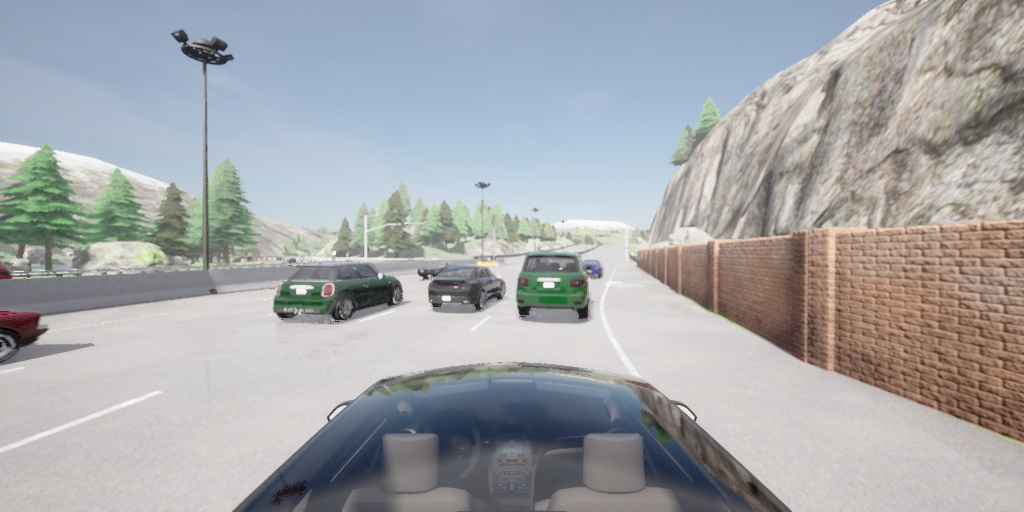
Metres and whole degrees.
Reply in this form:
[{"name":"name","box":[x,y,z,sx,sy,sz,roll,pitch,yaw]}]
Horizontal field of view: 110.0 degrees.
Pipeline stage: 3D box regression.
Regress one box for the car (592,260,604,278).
[{"name":"car","box":[6.652,1.019,30.087,1.812,1.442,4.674,0,1,17]}]

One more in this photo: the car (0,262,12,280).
[{"name":"car","box":[-20.139,0.848,11.185,2.150,2.045,5.566,0,1,8]}]

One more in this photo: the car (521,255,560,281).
[{"name":"car","box":[2.328,0.862,27.846,2.097,1.767,4.553,0,1,17]}]

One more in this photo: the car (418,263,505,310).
[{"name":"car","box":[-1.605,1.134,14.113,1.837,1.490,4.892,0,0,13]}]

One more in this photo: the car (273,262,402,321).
[{"name":"car","box":[-5.572,0.995,12.190,2.097,1.767,4.553,0,1,10]}]

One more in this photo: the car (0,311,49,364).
[{"name":"car","box":[-10.127,1.304,4.862,1.895,1.301,4.718,0,1,4]}]

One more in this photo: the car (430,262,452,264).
[{"name":"car","box":[-5.158,1.102,27.330,1.895,1.301,4.718,0,1,17]}]

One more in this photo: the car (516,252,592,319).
[{"name":"car","box":[1.617,0.874,12.657,2.150,2.045,5.566,0,1,13]}]
